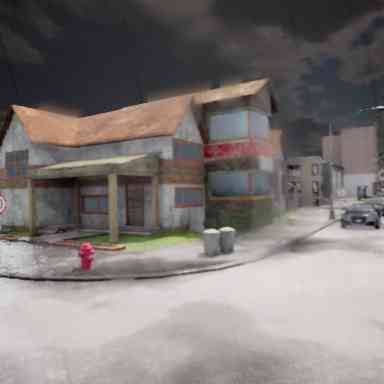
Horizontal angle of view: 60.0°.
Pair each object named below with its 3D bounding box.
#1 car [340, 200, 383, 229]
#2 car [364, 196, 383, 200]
[{"bbox_3d":[10.326,1.400,20.227,1.994,1.385,4.181,-1,0,32],"label":"car"},{"bbox_3d":[15.620,1.253,28.645,1.837,1.490,4.892,-1,0,32],"label":"car"}]
